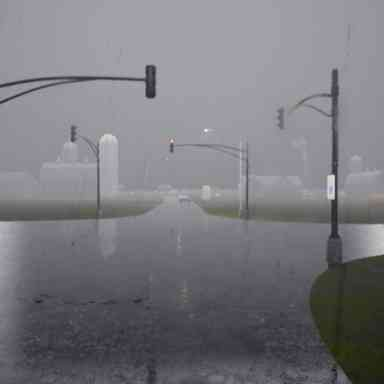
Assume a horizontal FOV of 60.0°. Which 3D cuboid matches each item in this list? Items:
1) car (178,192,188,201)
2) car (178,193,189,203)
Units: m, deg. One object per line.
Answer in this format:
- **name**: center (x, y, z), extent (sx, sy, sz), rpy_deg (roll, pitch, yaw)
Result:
- **car**: center (-2.110, 1.139, 80.009), extent (2.150, 2.045, 5.566), rpy_deg (0, 0, -4)
- **car**: center (-1.524, 1.509, 69.974), extent (1.812, 1.442, 4.674), rpy_deg (0, 0, -3)
